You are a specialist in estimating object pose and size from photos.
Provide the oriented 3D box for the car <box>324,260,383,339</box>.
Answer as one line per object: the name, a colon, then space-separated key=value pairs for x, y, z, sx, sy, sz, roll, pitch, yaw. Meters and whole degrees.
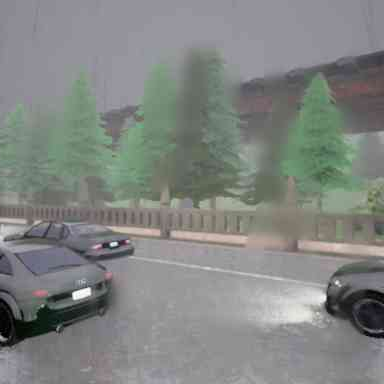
car: x=4.347 y=1.559 z=5.191 sx=4.181 sy=1.385 sz=1.994 roll=0 pitch=0 yaw=35

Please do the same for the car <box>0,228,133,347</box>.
car: x=-3.429 y=1.618 z=6.457 sx=4.181 sy=1.385 sz=1.994 roll=-1 pitch=0 yaw=34

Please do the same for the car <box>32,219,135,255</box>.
car: x=-4.384 y=1.633 z=11.431 sx=5.357 sy=1.411 sz=2.033 roll=-1 pitch=0 yaw=36
